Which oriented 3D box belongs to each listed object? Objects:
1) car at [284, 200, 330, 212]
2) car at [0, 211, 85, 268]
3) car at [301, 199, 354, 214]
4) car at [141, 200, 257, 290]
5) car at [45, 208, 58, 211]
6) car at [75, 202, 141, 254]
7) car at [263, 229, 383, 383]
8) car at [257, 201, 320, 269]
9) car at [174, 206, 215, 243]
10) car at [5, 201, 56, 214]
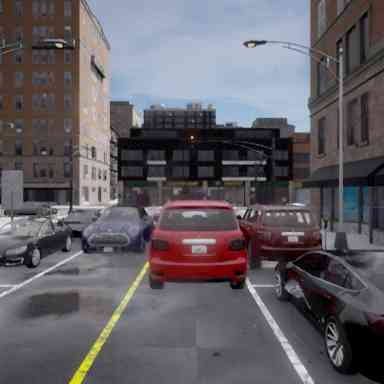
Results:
[{"bbox_3d":[13.427,1.663,39.061,4.718,1.301,1.895,0,0,0],"label":"car"},{"bbox_3d":[-5.381,1.547,11.077,2.008,1.369,4.403,0,0,0],"label":"car"},{"bbox_3d":[14.540,1.574,35.807,4.892,1.490,1.837,0,0,1],"label":"car"},{"bbox_3d":[0.086,1.218,9.220,2.150,2.045,5.566,0,0,-1],"label":"car"},{"bbox_3d":[-5.377,1.560,16.739,1.947,1.339,4.313,0,0,0],"label":"car"},{"bbox_3d":[-2.797,1.347,13.434,2.097,1.767,4.553,0,0,0],"label":"car"},{"bbox_3d":[2.640,1.564,5.409,1.947,1.339,4.313,0,0,0],"label":"car"},{"bbox_3d":[2.644,1.311,11.071,2.192,1.841,5.009,0,0,0],"label":"car"},{"bbox_3d":[0.102,1.520,16.990,1.812,1.442,4.674,0,0,0],"label":"car"},{"bbox_3d":[-13.944,1.494,28.991,4.181,1.385,1.994,0,0,0],"label":"car"}]
